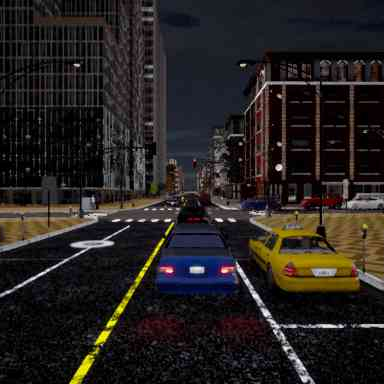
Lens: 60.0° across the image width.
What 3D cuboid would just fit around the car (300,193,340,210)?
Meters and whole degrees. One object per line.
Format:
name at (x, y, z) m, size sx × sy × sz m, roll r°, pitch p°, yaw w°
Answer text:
car at (15.318, 1.094, 38.953) m, size 5.009 × 1.841 × 2.192 m, roll -1°, pitch 1°, yaw -1°

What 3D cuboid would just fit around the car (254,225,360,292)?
car at (2.565, 1.525, 8.764) m, size 1.752 × 1.417 × 4.829 m, roll 0°, pitch 0°, yaw 0°

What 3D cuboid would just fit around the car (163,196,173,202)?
car at (-5.307, 1.556, 74.597) m, size 2.008 × 1.369 × 4.403 m, roll 0°, pitch 0°, yaw 0°

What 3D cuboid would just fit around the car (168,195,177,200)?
car at (-5.305, 1.558, 91.376) m, size 2.008 × 1.369 × 4.403 m, roll 0°, pitch 0°, yaw 0°

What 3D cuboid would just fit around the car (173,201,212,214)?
car at (0.086, 1.505, 18.654) m, size 1.837 × 1.490 × 4.892 m, roll 0°, pitch 0°, yaw 0°

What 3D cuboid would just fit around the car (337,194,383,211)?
car at (18.992, 1.264, 36.543) m, size 4.674 × 1.442 × 1.812 m, roll -1°, pitch 0°, yaw -1°

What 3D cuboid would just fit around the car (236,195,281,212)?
car at (7.118, 1.241, 35.886) m, size 4.553 × 1.767 × 2.097 m, roll -1°, pitch 0°, yaw -8°

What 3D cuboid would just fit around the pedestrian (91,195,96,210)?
pedestrian at (-12.343, 1.270, 41.603) m, size 0.375 × 1.860 × 0.375 m, roll 0°, pitch 1°, yaw -1°

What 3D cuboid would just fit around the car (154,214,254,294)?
car at (0.098, 1.547, 8.913) m, size 2.033 × 1.411 × 5.357 m, roll 0°, pitch 0°, yaw 0°

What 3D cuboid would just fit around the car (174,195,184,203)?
car at (-2.741, 1.482, 71.367) m, size 1.882 × 1.535 × 5.008 m, roll 0°, pitch 0°, yaw 0°

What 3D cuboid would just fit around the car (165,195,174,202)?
car at (-5.307, 1.551, 80.190) m, size 1.887 × 1.381 × 4.507 m, roll 0°, pitch 0°, yaw 0°

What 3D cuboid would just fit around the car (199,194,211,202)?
car at (2.571, 1.318, 63.411) m, size 2.192 × 1.841 × 5.009 m, roll 0°, pitch 0°, yaw 0°

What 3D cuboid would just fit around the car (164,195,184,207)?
car at (-2.837, 1.494, 51.254) m, size 2.128 × 1.511 × 4.902 m, roll 0°, pitch 0°, yaw 0°

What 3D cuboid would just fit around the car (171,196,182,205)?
car at (-2.810, 1.529, 60.881) m, size 1.812 × 1.442 × 4.674 m, roll 0°, pitch 0°, yaw 0°

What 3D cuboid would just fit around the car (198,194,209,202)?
car at (2.573, 1.320, 74.597) m, size 2.192 × 1.841 × 5.009 m, roll 0°, pitch 0°, yaw 0°
